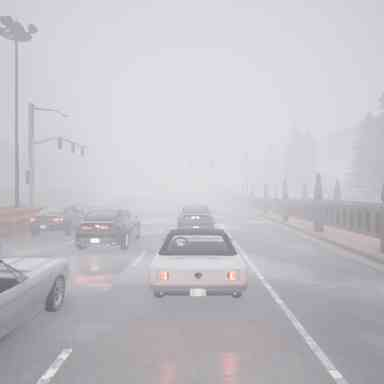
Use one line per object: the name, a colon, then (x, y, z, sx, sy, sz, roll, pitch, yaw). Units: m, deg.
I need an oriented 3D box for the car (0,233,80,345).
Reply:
car: (-3.385, 1.576, 4.663, 1.895, 1.301, 4.718, 0, 0, 0)

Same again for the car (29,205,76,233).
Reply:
car: (-6.843, 1.406, 17.518, 1.812, 1.442, 4.674, 0, 0, -1)

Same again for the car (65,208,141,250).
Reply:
car: (-3.337, 1.412, 13.889, 1.837, 1.490, 4.892, 0, 0, 0)

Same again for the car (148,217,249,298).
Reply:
car: (0.131, 1.549, 8.352, 1.895, 1.301, 4.718, 0, 0, 0)

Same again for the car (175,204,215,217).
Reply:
car: (0.187, 1.385, 17.612, 1.837, 1.490, 4.892, 0, 0, 0)
